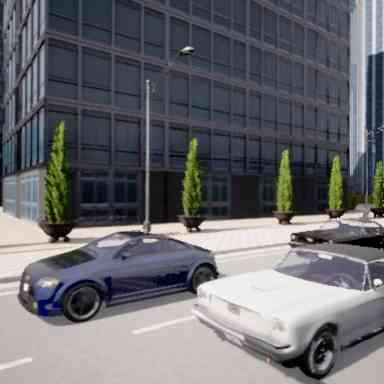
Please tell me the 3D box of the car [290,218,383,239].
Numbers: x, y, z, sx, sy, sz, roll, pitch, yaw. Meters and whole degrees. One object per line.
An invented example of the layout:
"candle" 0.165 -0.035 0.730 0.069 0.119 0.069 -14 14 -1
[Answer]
"car" 5.730 1.679 12.360 4.718 1.301 1.895 0 0 -35

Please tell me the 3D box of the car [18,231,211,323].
"car" -1.421 1.584 7.272 4.181 1.385 1.994 0 0 -35

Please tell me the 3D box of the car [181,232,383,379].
"car" 2.340 1.635 5.656 4.718 1.301 1.895 0 0 -35
